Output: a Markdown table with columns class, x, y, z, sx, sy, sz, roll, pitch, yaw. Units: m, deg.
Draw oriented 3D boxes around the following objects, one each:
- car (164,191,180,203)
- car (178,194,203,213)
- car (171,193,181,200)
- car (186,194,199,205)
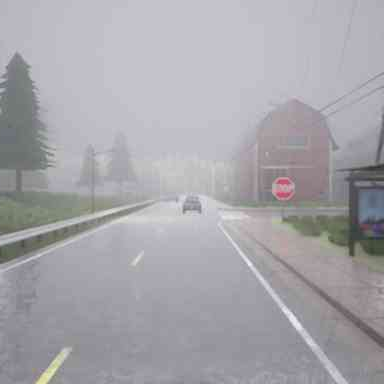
| class | x | y | z | sx | sy | sz | roll | pitch | yaw |
| --- | --- | --- | --- | --- | --- | --- | --- | --- | --- |
| car | -3.548 | 0.842 | 58.145 | 2.150 | 2.045 | 5.566 | 0 | 1 | 1 |
| car | 0.021 | 1.275 | 33.507 | 2.128 | 1.511 | 4.902 | 0 | 0 | 0 |
| car | -3.507 | 1.047 | 73.780 | 2.128 | 1.511 | 4.902 | 0 | 0 | 0 |
| car | 0.078 | 1.164 | 52.621 | 1.837 | 1.490 | 4.892 | 0 | 0 | 0 |
